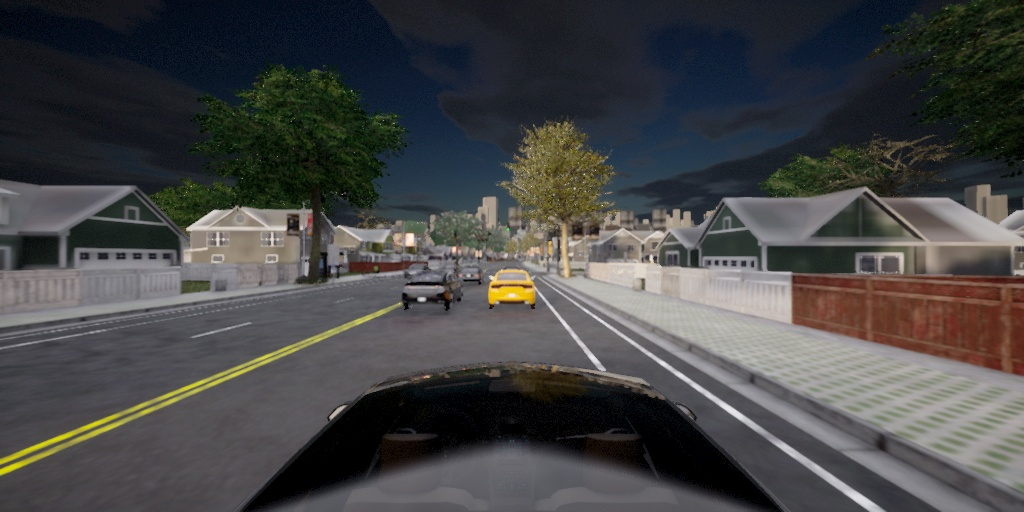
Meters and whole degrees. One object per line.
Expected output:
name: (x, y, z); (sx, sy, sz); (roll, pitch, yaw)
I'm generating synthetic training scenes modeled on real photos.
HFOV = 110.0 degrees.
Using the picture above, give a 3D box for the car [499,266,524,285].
car: (-0.006, 1.583, 30.337); (1.994, 1.385, 4.181); (0, 0, 0)

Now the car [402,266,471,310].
car: (-3.241, 1.372, 15.365); (2.128, 1.511, 4.902); (0, 0, 0)

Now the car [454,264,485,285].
car: (-3.262, 1.558, 29.393); (2.033, 1.411, 5.357); (0, -1, 0)

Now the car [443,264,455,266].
car: (-6.551, 1.576, 37.409); (2.128, 1.511, 4.902); (0, -1, 0)

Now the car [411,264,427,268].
car: (-9.801, 1.576, 37.404); (2.128, 1.511, 4.902); (0, -1, 0)

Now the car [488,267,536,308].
car: (0.014, 1.363, 16.104); (1.882, 1.535, 5.008); (0, 0, 0)
